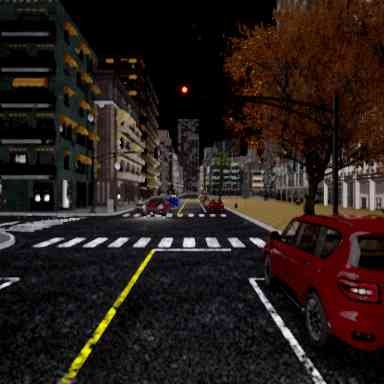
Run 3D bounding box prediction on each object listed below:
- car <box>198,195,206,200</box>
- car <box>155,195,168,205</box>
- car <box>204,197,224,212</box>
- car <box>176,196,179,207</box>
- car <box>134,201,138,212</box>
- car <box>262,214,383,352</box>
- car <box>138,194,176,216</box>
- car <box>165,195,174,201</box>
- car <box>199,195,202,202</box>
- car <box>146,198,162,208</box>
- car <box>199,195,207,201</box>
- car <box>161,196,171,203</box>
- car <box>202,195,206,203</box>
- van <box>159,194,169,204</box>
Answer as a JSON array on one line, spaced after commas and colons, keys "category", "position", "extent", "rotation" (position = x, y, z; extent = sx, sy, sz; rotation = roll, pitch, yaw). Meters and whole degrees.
[{"category": "car", "position": [2.837, 1.588, 93.852], "extent": [2.008, 1.369, 4.403], "rotation": [0, 0, 0]}, {"category": "car", "position": [-5.594, 1.444, 60.670], "extent": [1.967, 1.590, 4.097], "rotation": [0, 0, 0]}, {"category": "car", "position": [2.751, 1.536, 38.525], "extent": [1.887, 1.381, 4.507], "rotation": [0, 0, 0]}, {"category": "car", "position": [-2.922, 1.487, 50.305], "extent": [1.882, 1.535, 5.008], "rotation": [0, 0, 0]}, {"category": "car", "position": [-5.629, 1.542, 38.538], "extent": [2.008, 1.369, 4.403], "rotation": [0, 0, 0]}, {"category": "car", "position": [2.702, 1.312, 6.137], "extent": [2.192, 1.841, 5.009], "rotation": [0, 0, 0]}, {"category": "car", "position": [-3.287, 1.337, 31.994], "extent": [2.097, 1.767, 4.553], "rotation": [-1, 0, 8]}, {"category": "car", "position": [-5.560, 1.463, 82.800], "extent": [1.967, 1.590, 4.097], "rotation": [0, 0, 0]}, {"category": "car", "position": [2.794, 1.590, 66.188], "extent": [1.802, 1.307, 4.206], "rotation": [0, 0, 0]}, {"category": "car", "position": [-5.612, 1.547, 49.604], "extent": [2.008, 1.369, 4.403], "rotation": [0, 0, 0]}, {"category": "car", "position": [2.829, 1.574, 88.320], "extent": [1.887, 1.381, 4.507], "rotation": [0, 0, 0]}, {"category": "car", "position": [-5.577, 1.594, 71.734], "extent": [1.802, 1.307, 4.206], "rotation": [0, 0, 0]}, {"category": "car", "position": [2.768, 1.522, 49.761], "extent": [1.752, 1.417, 4.829], "rotation": [0, 0, 0]}, {"category": "van", "position": [-5.586, 1.349, 66.202], "extent": [1.690, 1.788, 3.998], "rotation": [0, 0, 0]}]
